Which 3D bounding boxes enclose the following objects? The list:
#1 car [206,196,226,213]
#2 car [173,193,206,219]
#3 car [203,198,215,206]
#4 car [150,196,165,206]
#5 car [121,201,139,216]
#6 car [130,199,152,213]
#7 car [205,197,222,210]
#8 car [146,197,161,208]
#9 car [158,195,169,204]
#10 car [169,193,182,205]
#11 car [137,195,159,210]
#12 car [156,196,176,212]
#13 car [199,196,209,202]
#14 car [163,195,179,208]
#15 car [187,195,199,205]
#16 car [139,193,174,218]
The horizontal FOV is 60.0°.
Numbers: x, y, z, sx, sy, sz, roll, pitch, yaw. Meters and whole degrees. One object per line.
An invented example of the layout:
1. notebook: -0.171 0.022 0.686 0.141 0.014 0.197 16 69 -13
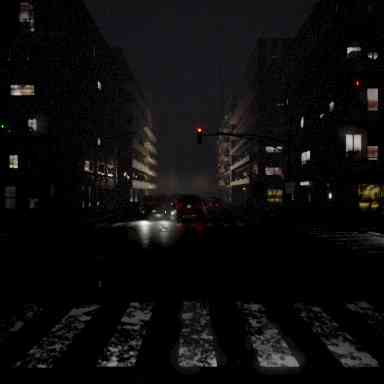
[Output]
1. car: 2.736 1.448 37.829 1.967 1.590 4.097 0 0 0
2. car: -0.105 1.227 29.011 2.150 2.045 5.566 0 0 2
3. car: 2.757 1.598 54.876 1.802 1.307 4.206 0 0 0
4. car: -5.624 1.457 54.884 1.967 1.590 4.097 0 0 0
5. car: -5.651 1.572 32.154 1.947 1.339 4.313 0 0 0
6. car: -5.645 1.533 37.667 1.752 1.417 4.829 0 0 0
7. car: 2.743 1.451 43.511 1.967 1.590 4.097 0 0 0
8. car: -5.631 1.539 49.032 1.752 1.417 4.829 0 0 0
9. car: -5.610 1.464 66.250 1.967 1.590 4.097 0 0 0
10. car: -2.968 1.242 60.497 2.150 2.045 5.566 0 0 1
11. car: -5.638 1.326 43.519 2.192 1.841 5.009 0 0 0
12. car: -3.048 1.361 40.038 2.097 1.767 4.553 0 0 0
13. car: 2.784 1.584 77.605 2.008 1.369 4.403 0 0 0
14. car: -3.028 1.366 49.937 2.097 1.767 4.553 0 0 0
15. car: 0.177 1.372 60.616 2.097 1.767 4.553 0 0 0
16. car: -3.081 1.227 30.126 2.150 2.045 5.566 0 0 1
